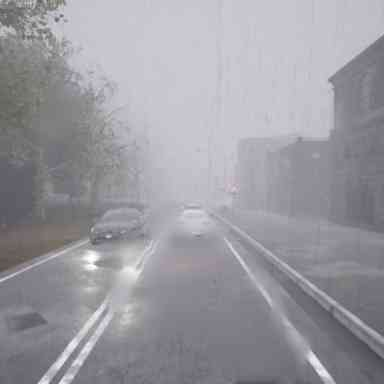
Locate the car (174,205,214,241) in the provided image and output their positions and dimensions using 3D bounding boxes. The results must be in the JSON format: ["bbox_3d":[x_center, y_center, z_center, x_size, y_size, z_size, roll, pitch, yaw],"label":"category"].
[{"bbox_3d":[0.089,1.585,16.756,1.812,1.442,4.674,0,0,0],"label":"car"}]

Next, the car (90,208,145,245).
[{"bbox_3d":[-3.359,1.557,15.786,1.837,1.490,4.892,0,0,0],"label":"car"}]

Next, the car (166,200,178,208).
[{"bbox_3d":[-3.440,2.045,57.766,2.033,1.411,5.357,0,-1,0],"label":"car"}]

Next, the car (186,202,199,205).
[{"bbox_3d":[0.047,1.766,34.645,1.812,1.442,4.674,0,-1,0],"label":"car"}]
